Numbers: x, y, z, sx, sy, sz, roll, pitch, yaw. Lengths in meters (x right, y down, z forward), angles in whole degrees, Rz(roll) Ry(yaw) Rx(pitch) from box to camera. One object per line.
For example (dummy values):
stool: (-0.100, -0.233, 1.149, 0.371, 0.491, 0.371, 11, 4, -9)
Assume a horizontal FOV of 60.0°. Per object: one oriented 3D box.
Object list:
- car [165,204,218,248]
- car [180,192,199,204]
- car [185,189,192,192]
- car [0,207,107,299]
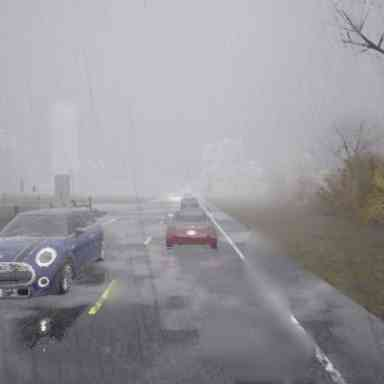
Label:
car: (-0.036, 1.394, 13.825, 1.994, 1.385, 4.181, 0, 1, -1)
car: (-0.269, 1.056, 35.532, 2.128, 1.511, 4.902, 0, 1, -1)
car: (-0.945, 0.462, 88.402, 1.994, 1.385, 4.181, 0, 1, -1)
car: (-3.669, 1.245, 8.392, 2.097, 1.767, 4.553, 0, 1, -1)
